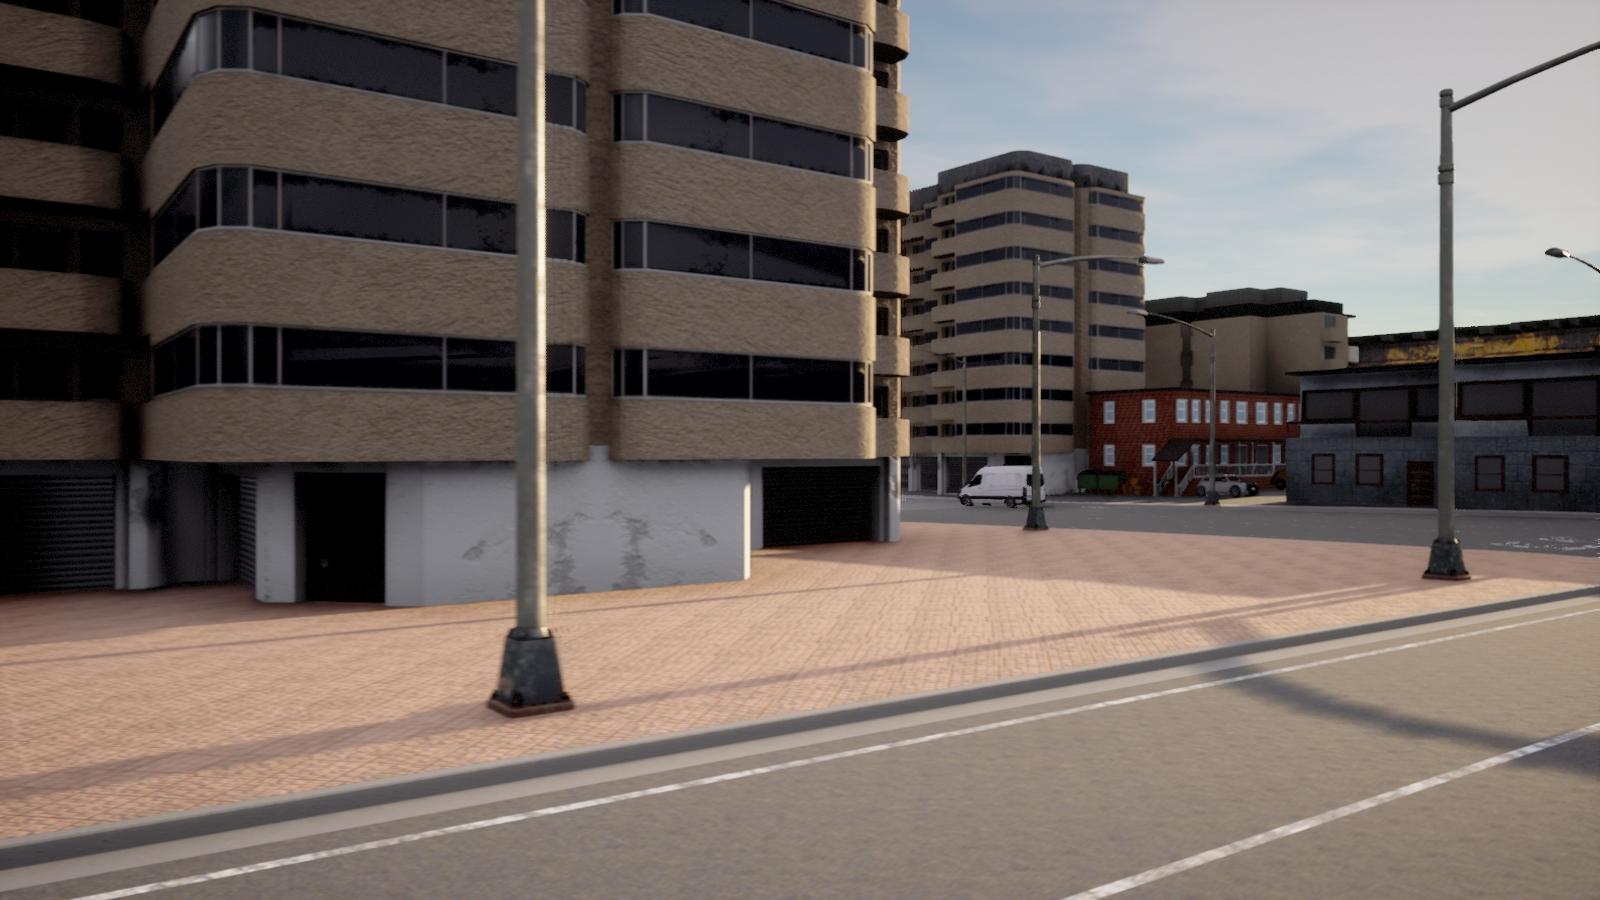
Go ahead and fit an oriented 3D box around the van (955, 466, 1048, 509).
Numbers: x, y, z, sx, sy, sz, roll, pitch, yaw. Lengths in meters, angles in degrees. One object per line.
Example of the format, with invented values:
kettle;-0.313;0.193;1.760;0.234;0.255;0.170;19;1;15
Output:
van;12.443;2.289;70.875;1.988;2.561;5.915;0;-1;-36
